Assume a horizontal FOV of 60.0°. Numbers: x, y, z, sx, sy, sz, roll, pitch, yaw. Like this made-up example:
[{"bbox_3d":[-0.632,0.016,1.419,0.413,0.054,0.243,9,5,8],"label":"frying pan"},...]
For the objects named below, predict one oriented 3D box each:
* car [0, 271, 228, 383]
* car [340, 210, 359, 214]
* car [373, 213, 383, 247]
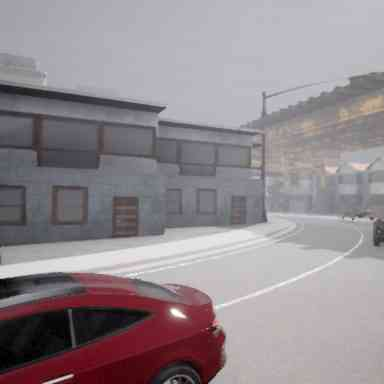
[{"bbox_3d":[-1.725,1.569,2.969,4.674,1.442,1.812,0,-1,-37],"label":"car"},{"bbox_3d":[15.220,1.806,30.841,2.033,1.411,5.357,1,-2,9],"label":"car"},{"bbox_3d":[9.541,1.778,15.498,1.895,1.301,4.718,0,-1,29],"label":"car"}]
